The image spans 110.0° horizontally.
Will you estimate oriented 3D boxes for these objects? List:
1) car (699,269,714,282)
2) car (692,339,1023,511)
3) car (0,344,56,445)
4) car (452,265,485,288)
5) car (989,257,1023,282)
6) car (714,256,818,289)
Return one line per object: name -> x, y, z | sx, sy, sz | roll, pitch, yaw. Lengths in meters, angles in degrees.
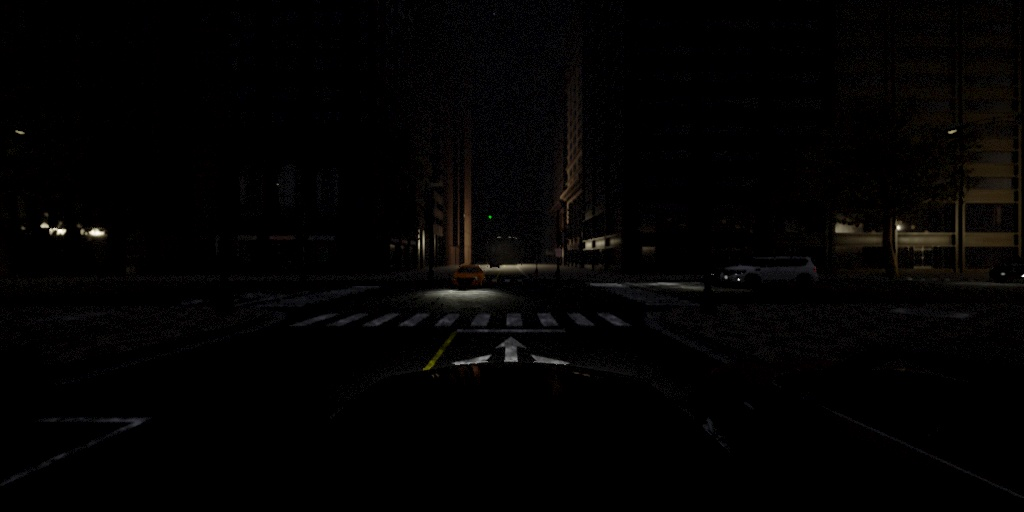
car -> 16.693, 1.322, 26.907 | 4.902, 1.511, 2.128 | 0, 0, 0
car -> 2.763, 1.191, 1.991 | 1.967, 1.591, 4.097 | 0, 0, 0
car -> -5.762, 1.302, 1.960 | 2.007, 1.370, 4.403 | 0, 0, 0
car -> -3.024, 1.403, 25.565 | 1.882, 1.535, 5.008 | 0, 0, 0
car -> 39.767, 1.003, 27.018 | 5.566, 2.045, 2.150 | 0, 0, 0
car -> 16.888, 1.049, 23.660 | 5.566, 2.045, 2.150 | 0, 0, 0
